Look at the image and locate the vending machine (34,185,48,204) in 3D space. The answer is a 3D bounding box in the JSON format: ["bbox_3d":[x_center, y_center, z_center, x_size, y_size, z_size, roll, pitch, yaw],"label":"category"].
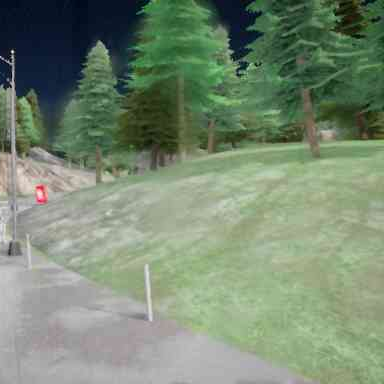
[{"bbox_3d":[-17.291,0.265,38.169,1.100,2.100,0.880,-5,-1,-6],"label":"vending machine"}]
